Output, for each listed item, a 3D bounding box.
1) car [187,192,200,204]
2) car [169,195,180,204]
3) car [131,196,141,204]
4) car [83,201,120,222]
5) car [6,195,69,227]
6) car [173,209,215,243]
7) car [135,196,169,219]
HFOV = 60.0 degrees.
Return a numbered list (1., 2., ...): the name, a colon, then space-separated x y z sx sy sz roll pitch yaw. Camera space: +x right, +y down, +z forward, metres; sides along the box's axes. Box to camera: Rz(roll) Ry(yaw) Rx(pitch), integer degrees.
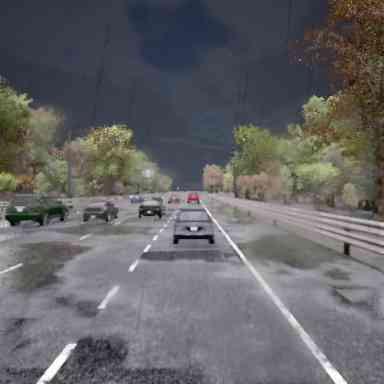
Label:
1. car: 0.273 1.112 63.457 2.150 2.045 5.566 0 -1 0
2. car: -3.235 1.256 61.672 2.097 1.767 4.553 0 1 -1
3. car: -10.239 1.425 62.325 1.812 1.442 4.674 0 0 0
4. car: -6.907 1.461 25.635 1.837 1.490 4.892 0 1 0
5. car: -10.411 1.182 22.814 2.150 2.045 5.566 0 0 0
6. car: 0.077 1.520 15.969 2.033 1.411 5.357 0 0 0
7. car: -3.402 1.427 28.915 1.882 1.535 5.008 0 0 0
